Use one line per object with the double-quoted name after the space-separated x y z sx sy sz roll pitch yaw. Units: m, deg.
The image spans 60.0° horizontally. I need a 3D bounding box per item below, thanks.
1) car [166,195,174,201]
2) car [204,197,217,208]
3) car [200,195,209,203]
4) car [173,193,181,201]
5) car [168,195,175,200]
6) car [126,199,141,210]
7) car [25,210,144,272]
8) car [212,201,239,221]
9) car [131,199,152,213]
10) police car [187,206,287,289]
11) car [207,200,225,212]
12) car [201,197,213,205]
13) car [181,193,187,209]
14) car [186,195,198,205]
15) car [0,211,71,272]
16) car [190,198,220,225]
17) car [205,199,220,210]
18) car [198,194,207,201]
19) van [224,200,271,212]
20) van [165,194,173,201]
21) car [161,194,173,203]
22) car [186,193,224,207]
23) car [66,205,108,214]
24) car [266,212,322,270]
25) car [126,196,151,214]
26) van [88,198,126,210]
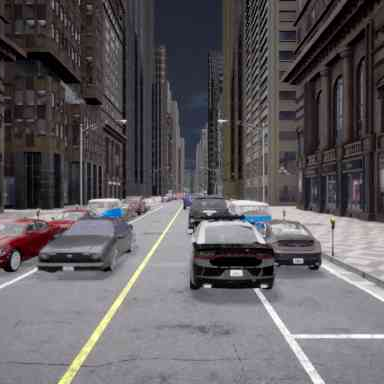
-5.845 1.592 89.433 1.887 1.381 4.507 0 0 0 "car"
2.716 1.540 50.296 1.752 1.417 4.829 0 0 0 "car"
2.696 1.473 72.601 1.967 1.590 4.097 0 0 0 "car"
-3.075 1.262 81.394 2.150 2.045 5.566 0 0 0 "car"
-5.850 1.619 95.052 1.947 1.339 4.313 0 0 0 "car"
-5.788 1.557 27.631 2.008 1.369 4.403 0 0 0 "car"
-3.107 1.549 11.022 2.033 1.411 5.357 0 0 0 "car"
2.737 1.531 27.821 1.752 1.417 4.829 0 0 0 "car"
-5.798 1.535 38.698 1.752 1.417 4.829 0 0 0 "car"
0.892 1.426 9.270 1.930 1.638 5.238 0 0 0 "police car"
2.727 1.591 38.889 1.802 1.307 4.206 0 0 0 "car"
2.706 1.589 61.364 1.947 1.339 4.313 0 0 0 "car"
-0.031 1.233 44.479 2.150 2.045 5.566 0 0 0 "car"
-0.054 1.373 58.802 2.097 1.767 4.553 0 0 0 "car"
-5.772 1.546 10.776 1.887 1.381 4.507 0 0 0 "car"
0.876 1.356 25.130 2.097 1.767 4.553 0 0 0 "car"
2.722 1.593 44.507 1.802 1.307 4.206 0 0 0 "car"
2.685 1.358 83.839 2.192 1.841 5.009 0 0 0 "car"
2.748 1.344 16.413 1.690 1.788 3.998 0 0 0 "van"
-5.840 1.384 83.815 1.690 1.788 3.998 0 0 0 "van"
-5.829 1.615 72.578 1.802 1.307 4.206 0 0 0 "car"
0.883 1.228 19.190 2.150 2.045 5.566 0 0 0 "car"
-5.777 1.547 16.394 1.887 1.381 4.507 0 0 0 "car"
2.753 1.552 10.794 2.008 1.369 4.403 0 0 0 "car"
-5.793 1.323 33.249 2.192 1.841 5.009 0 0 0 "car"
-5.782 1.346 22.013 1.690 1.788 3.998 0 0 0 "van"
